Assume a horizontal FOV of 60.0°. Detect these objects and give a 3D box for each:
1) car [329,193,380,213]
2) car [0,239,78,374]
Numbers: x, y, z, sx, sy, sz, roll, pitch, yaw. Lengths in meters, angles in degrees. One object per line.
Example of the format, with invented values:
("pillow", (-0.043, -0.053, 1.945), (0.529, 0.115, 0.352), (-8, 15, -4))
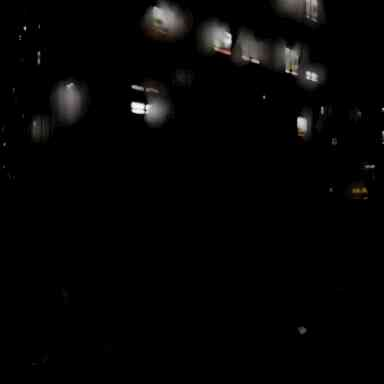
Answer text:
("car", (14.754, 1.020, 31.302), (2.192, 1.841, 5.009), (0, 0, -36))
("car", (-3.642, 1.446, 3.962), (4.097, 1.590, 1.967), (-1, 0, -35))
